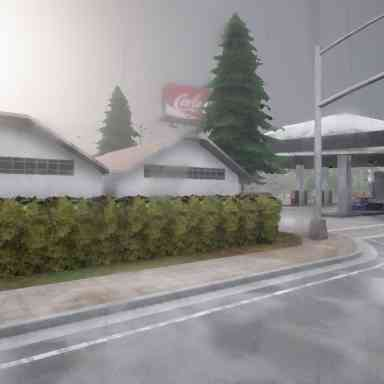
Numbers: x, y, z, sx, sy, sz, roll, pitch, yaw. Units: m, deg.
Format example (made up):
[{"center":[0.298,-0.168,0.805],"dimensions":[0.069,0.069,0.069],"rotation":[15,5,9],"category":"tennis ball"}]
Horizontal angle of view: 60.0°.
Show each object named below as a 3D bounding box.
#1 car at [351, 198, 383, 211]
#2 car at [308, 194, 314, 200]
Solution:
[{"center":[20.761,1.480,39.315],"dimensions":[4.611,1.667,2.242],"rotation":[0,0,-36],"category":"car"},{"center":[31.778,1.330,88.820],"dimensions":[2.152,1.636,5.027],"rotation":[0,0,-36],"category":"car"}]
